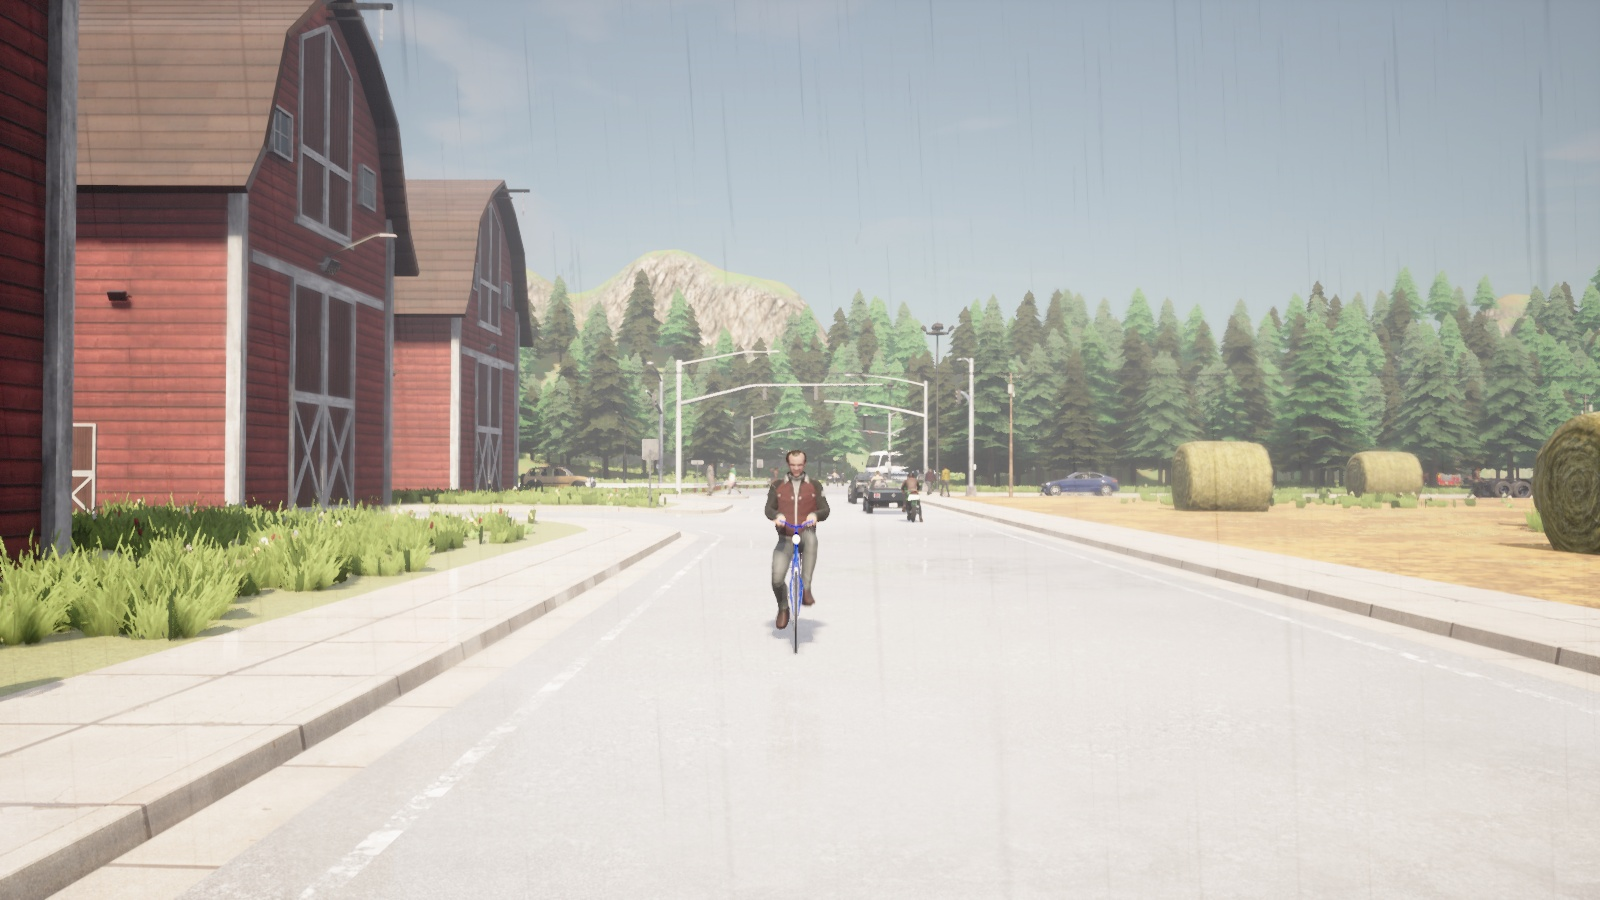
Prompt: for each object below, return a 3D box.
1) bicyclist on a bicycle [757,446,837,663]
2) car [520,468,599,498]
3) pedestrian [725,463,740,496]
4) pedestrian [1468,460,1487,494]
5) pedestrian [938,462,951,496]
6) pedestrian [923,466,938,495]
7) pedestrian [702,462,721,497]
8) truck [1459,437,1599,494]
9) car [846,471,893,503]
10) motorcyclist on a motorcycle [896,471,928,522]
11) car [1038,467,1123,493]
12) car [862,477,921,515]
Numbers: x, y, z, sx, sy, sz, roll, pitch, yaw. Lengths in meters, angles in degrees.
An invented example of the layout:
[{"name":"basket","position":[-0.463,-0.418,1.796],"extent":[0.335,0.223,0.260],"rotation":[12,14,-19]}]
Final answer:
[{"name":"bicyclist on a bicycle","position":[-0.027,0.875,11.249],"extent":[0.659,1.776,1.843],"rotation":[0,-1,0]},{"name":"car","position":[-15.095,2.049,78.929],"extent":[4.605,1.855,1.932],"rotation":[0,-1,1]},{"name":"pedestrian","position":[-3.978,1.752,74.181],"extent":[0.873,1.952,0.659],"rotation":[0,-1,0]},{"name":"pedestrian","position":[36.164,1.453,67.019],"extent":[0.869,1.805,0.328],"rotation":[-1,-1,26]},{"name":"pedestrian","position":[7.953,1.610,69.071],"extent":[0.431,1.840,0.709],"rotation":[0,-1,-22]},{"name":"pedestrian","position":[8.294,1.943,80.005],"extent":[0.634,1.844,0.899],"rotation":[0,-1,-16]},{"name":"pedestrian","position":[-4.930,1.656,69.968],"extent":[0.873,1.952,0.659],"rotation":[0,-1,-31]},{"name":"truck","position":[45.700,0.991,77.990],"extent":[7.936,3.462,2.891],"rotation":[0,-1,1]},{"name":"car","position":[3.355,1.777,61.217],"extent":[2.007,1.525,4.514],"rotation":[0,-1,0]},{"name":"motorcyclist on a motorcycle","position":[3.412,1.410,38.440],"extent":[0.797,1.523,2.044],"rotation":[0,-1,0]},{"name":"car","position":[18.268,1.928,81.906],"extent":[5.027,1.651,2.152],"rotation":[0,-1,1]},{"name":"car","position":[3.386,1.701,47.436],"extent":[1.895,1.301,4.718],"rotation":[0,-1,0]}]
